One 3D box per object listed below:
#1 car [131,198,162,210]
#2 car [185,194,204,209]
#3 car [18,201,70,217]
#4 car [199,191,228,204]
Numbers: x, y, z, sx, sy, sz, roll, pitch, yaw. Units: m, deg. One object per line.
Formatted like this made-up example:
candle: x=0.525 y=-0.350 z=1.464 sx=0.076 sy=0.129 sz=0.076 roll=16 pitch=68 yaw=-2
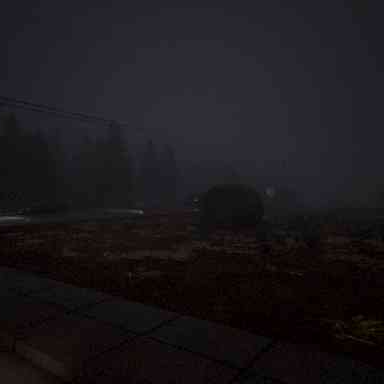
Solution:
car: x=-5.755 y=1.552 z=42.747 sx=1.812 sy=1.442 sz=4.674 roll=0 pitch=0 yaw=36
car: x=1.364 y=1.248 z=46.191 sx=2.150 sy=2.045 sz=5.566 roll=0 pitch=0 yaw=38
car: x=-13.977 y=1.552 z=31.645 sx=1.812 sy=1.442 sz=4.674 roll=0 pitch=0 yaw=36
car: x=3.728 y=0.906 z=55.388 sx=2.150 sy=2.045 sz=5.566 roll=0 pitch=0 yaw=37
